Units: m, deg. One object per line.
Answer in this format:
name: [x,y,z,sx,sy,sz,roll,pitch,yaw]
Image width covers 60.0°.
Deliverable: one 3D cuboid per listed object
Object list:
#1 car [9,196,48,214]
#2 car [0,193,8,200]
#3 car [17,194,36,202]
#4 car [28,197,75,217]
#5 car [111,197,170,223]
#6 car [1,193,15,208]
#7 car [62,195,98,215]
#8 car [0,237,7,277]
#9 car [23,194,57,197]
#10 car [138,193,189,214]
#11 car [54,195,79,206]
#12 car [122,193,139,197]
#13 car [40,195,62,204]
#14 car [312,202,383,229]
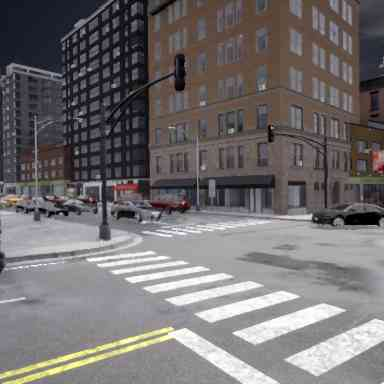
car: [-16.237,1.377,33.140,1.947,1.339,4.313,0,1,-44]
car: [-40.826,0.889,70.690,1.947,1.339,4.313,0,1,-44]
car: [-29.314,1.047,58.839,1.802,1.307,4.206,0,1,-44]
car: [-12.400,1.420,29.190,1.947,1.339,4.313,0,1,-44]
car: [-4.184,1.375,24.676,2.128,1.511,4.902,-1,1,-44]
car: [-23.791,1.250,40.917,1.752,1.417,4.829,0,1,-44]
car: [-10.601,1.339,31.281,1.812,1.442,4.674,-1,1,-44]
car: [-6.708,1.478,6.893,5.008,1.535,1.882,0,0,-35]
car: [-17.528,1.261,38.427,1.812,1.442,4.674,-1,1,-44]
car: [-2.452,1.091,31.181,2.192,1.841,5.009,0,1,-44]
car: [-17.802,1.185,46.986,1.802,1.307,4.206,0,1,-44]
car: [-6.289,1.049,35.132,2.192,1.841,5.009,0,1,-44]
car: [-21.639,1.140,50.937,1.802,1.307,4.206,0,1,-44]
car: [9.912,1.397,20.577,5.008,1.535,1.882,1,0,-13]
